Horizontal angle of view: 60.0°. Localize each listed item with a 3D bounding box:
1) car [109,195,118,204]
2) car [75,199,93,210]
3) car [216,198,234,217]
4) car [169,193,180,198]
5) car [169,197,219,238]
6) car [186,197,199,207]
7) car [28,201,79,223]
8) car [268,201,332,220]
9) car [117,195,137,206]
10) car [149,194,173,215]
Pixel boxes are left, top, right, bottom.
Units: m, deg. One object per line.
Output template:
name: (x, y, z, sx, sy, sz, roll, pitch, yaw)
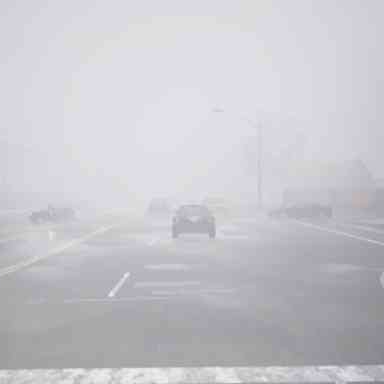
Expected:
car: (-14.039, 1.400, 61.975, 2.097, 1.767, 4.553, 0, 0, 0)
car: (-14.124, 1.605, 42.173, 1.895, 1.301, 4.718, 0, 0, 0)
car: (1.667, 1.356, 31.862, 4.553, 1.767, 2.097, 0, -1, 27)
car: (-3.449, 1.229, 61.268, 2.150, 2.045, 5.566, 0, 0, 0)
car: (0.089, 1.354, 17.877, 2.097, 1.767, 4.553, 0, 0, 0)
car: (0.036, 1.553, 54.446, 2.033, 1.411, 5.357, 0, 0, 0)
car: (-10.616, 1.603, 25.521, 1.895, 1.301, 4.718, 0, 0, 0)
car: (8.758, 1.481, 27.115, 5.008, 1.535, 1.882, 0, 0, 0)
car: (-10.588, 1.553, 56.280, 2.033, 1.411, 5.357, 0, 0, 1)
car: (-3.410, 1.356, 34.737, 2.097, 1.767, 4.553, 0, 0, -7)
